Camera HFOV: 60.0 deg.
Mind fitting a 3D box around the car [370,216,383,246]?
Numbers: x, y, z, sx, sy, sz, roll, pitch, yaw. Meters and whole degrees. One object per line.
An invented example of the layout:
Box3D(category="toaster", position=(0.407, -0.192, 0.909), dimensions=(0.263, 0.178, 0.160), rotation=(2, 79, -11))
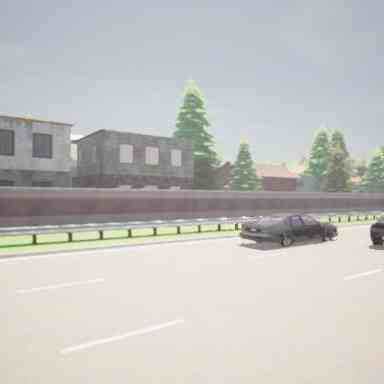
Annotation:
Box3D(category="car", position=(10.002, 1.704, 15.186), dimensions=(4.892, 1.490, 1.837), rotation=(1, -1, -35))

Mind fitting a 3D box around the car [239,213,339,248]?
Box3D(category="car", position=(4.659, 1.698, 15.676), dimensions=(5.357, 1.411, 2.033), rotation=(1, 0, -35))
